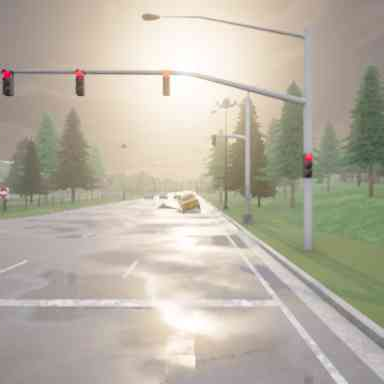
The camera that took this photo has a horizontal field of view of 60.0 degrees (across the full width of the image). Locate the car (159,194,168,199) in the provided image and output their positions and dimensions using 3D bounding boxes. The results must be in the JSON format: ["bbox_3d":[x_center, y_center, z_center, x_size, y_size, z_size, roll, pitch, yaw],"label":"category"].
[{"bbox_3d":[-7.003,1.110,81.720,2.033,1.411,5.357,0,0,0],"label":"car"}]

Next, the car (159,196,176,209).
[{"bbox_3d":[-2.417,2.696,39.758,5.357,2.033,1.411,20,-23,43],"label":"car"}]

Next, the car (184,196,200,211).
[{"bbox_3d":[0.039,1.352,40.272,1.812,1.442,4.674,0,2,0],"label":"car"}]

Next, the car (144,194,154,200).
[{"bbox_3d":[-10.503,1.110,81.720,2.033,1.411,5.357,0,0,0],"label":"car"}]

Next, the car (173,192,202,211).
[{"bbox_3d":[-0.533,0.884,36.788,1.882,1.535,5.008,-21,13,-6],"label":"car"}]

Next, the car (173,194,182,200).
[{"bbox_3d":[-3.503,1.123,81.721,1.994,1.385,4.181,0,0,0],"label":"car"}]

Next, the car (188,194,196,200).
[{"bbox_3d":[-0.003,1.123,81.721,1.994,1.385,4.181,0,0,0],"label":"car"}]
